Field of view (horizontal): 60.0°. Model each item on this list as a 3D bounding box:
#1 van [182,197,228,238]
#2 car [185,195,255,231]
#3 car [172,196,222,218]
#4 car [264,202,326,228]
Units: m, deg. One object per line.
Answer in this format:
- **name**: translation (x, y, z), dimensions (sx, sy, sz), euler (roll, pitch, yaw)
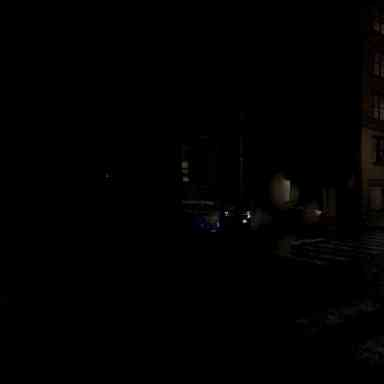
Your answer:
- **van**: translation (-0.189, 1.340, 17.483), dimensions (1.690, 1.788, 3.998), euler (0, 0, -35)
- **car**: translation (1.321, 1.214, 20.172), dimensions (2.150, 2.045, 5.566), euler (0, 0, -33)
- **car**: translation (0.370, 1.291, 31.538), dimensions (2.192, 1.841, 5.009), euler (0, 0, -35)
- **car**: translation (6.782, 1.423, 22.392), dimensions (1.967, 1.590, 4.097), euler (0, 0, -35)
